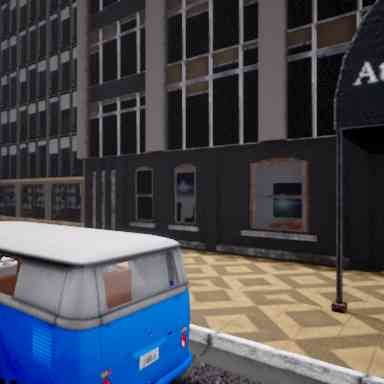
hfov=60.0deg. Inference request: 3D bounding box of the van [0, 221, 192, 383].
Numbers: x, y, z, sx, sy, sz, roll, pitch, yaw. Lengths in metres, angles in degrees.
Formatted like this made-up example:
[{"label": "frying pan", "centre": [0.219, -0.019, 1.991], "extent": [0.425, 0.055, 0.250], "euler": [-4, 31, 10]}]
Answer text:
[{"label": "van", "centre": [-1.912, 1.339, 4.232], "extent": [3.998, 1.788, 1.690], "euler": [0, 0, 35]}]
